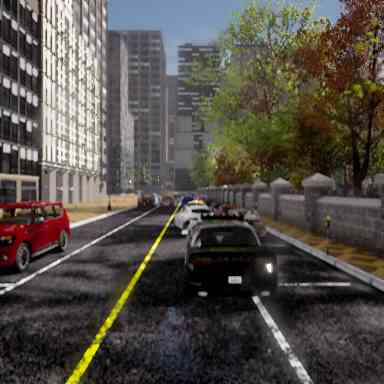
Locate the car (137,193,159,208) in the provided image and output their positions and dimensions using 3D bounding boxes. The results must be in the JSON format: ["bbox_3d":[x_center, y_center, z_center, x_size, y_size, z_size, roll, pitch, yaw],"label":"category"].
[{"bbox_3d":[-5.955,1.100,43.933,2.192,1.841,5.009,0,0,-1],"label":"car"}]

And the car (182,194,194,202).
[{"bbox_3d":[-0.735,1.172,63.928,2.128,1.511,4.902,0,0,-1],"label":"car"}]

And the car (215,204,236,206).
[{"bbox_3d":[2.409,1.473,16.185,2.008,1.369,4.403,0,0,-1],"label":"car"}]

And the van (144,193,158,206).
[{"bbox_3d":[-6.022,1.098,49.473,1.690,1.788,3.998,0,0,-1],"label":"van"}]

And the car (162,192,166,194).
[{"bbox_3d":[-6.155,1.224,60.385,1.752,1.417,4.829,0,0,-1],"label":"car"}]

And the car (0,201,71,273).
[{"bbox_3d":[-5.552,1.264,10.687,2.192,1.841,5.009,0,0,-1],"label":"car"}]

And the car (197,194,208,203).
[{"bbox_3d":[1.868,1.138,60.579,1.967,1.590,4.097,0,0,-1],"label":"car"}]

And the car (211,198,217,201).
[{"bbox_3d":[2.273,1.434,27.283,1.947,1.339,4.313,0,0,-1],"label":"car"}]

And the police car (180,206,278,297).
[{"bbox_3d":[0.757,1.384,8.645,1.930,1.638,5.238,0,0,-1],"label":"police car"}]

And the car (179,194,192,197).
[{"bbox_3d":[-0.483,1.253,45.855,1.882,1.535,5.008,0,0,0],"label":"car"}]

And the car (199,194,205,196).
[{"bbox_3d":[2.004,1.339,49.481,1.802,1.307,4.206,0,0,-1],"label":"car"}]

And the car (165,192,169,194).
[{"bbox_3d":[-6.214,0.925,77.176,2.192,1.841,5.009,0,0,-1],"label":"car"}]

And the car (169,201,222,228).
[{"bbox_3d":[0.171,1.438,18.327,1.812,1.442,4.674,0,0,-13],"label":"car"}]

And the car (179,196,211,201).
[{"bbox_3d":[0.312,1.337,24.758,1.801,1.575,5.366,0,0,4],"label":"car"}]

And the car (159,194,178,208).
[{"bbox_3d":[-3.279,1.307,44.652,1.812,1.442,4.674,0,0,0],"label":"car"}]

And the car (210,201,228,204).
[{"bbox_3d":[2.341,1.477,21.734,1.802,1.307,4.206,0,0,-1],"label":"car"}]
